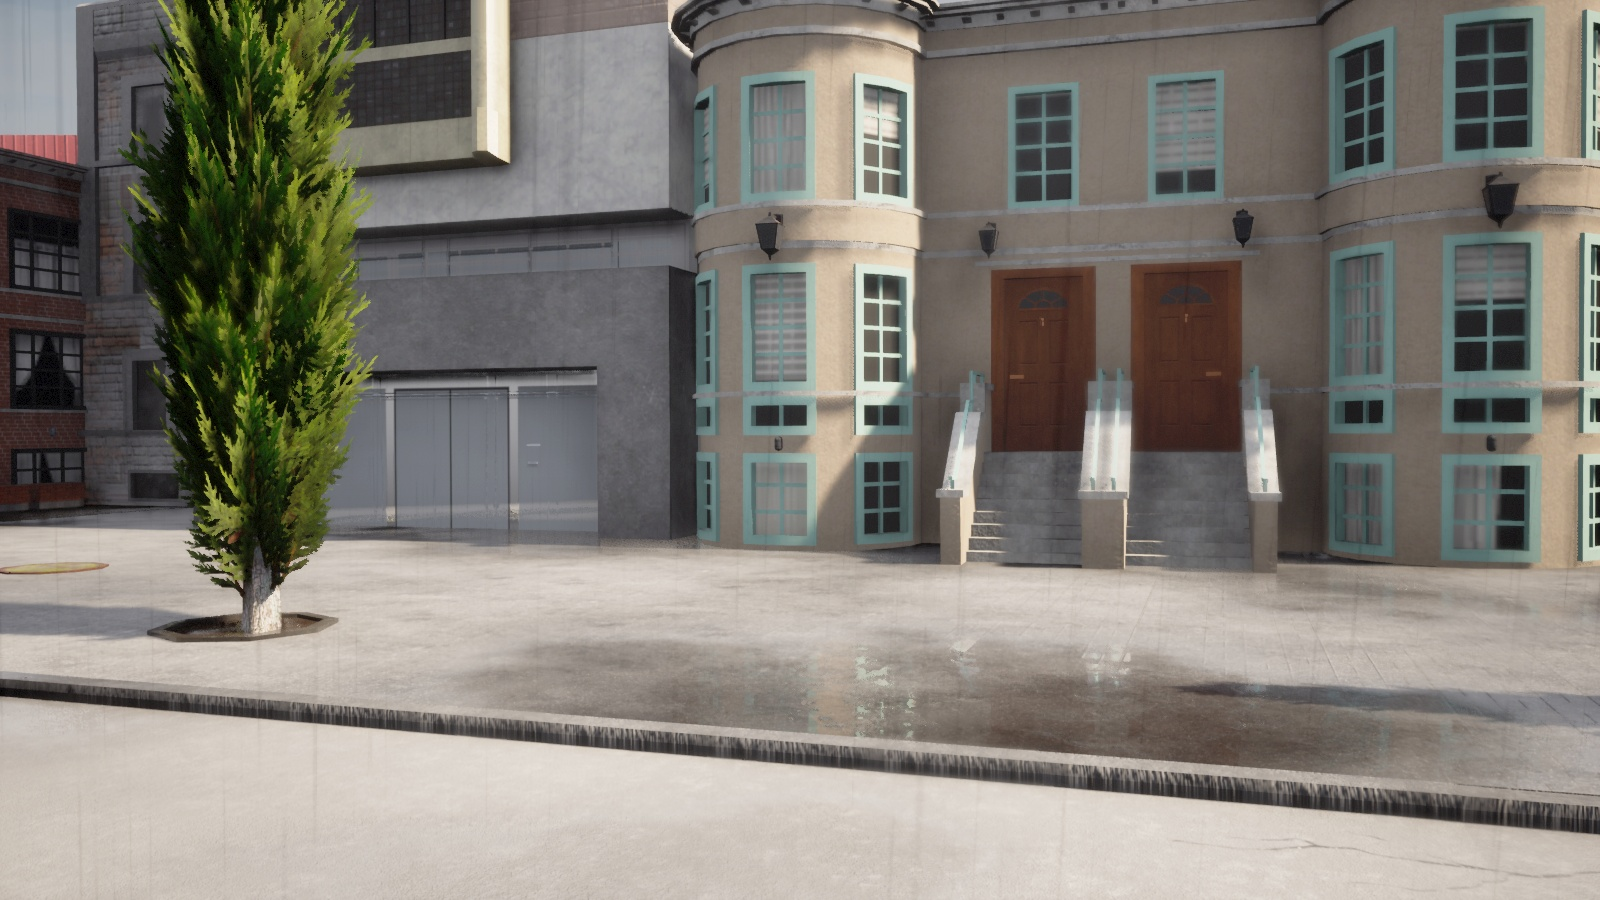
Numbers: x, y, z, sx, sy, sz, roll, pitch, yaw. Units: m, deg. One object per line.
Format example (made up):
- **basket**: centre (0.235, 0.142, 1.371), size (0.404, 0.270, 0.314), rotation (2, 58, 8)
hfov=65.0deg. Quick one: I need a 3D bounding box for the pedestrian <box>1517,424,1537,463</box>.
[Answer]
- **pedestrian**: centre (34.704, -0.294, 59.934), size (0.634, 1.844, 0.899), rotation (0, 1, 17)
